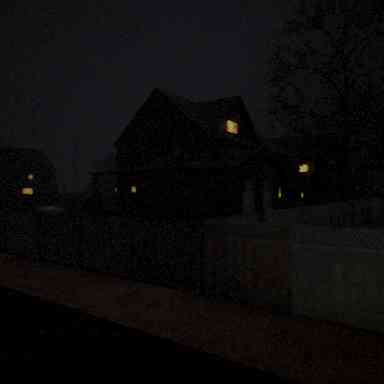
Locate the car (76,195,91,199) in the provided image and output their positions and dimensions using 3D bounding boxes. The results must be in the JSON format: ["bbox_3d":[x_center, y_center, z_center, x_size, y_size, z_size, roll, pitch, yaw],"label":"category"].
[{"bbox_3d":[-12.333,1.099,38.430,1.994,1.385,4.181,1,2,35],"label":"car"}]
